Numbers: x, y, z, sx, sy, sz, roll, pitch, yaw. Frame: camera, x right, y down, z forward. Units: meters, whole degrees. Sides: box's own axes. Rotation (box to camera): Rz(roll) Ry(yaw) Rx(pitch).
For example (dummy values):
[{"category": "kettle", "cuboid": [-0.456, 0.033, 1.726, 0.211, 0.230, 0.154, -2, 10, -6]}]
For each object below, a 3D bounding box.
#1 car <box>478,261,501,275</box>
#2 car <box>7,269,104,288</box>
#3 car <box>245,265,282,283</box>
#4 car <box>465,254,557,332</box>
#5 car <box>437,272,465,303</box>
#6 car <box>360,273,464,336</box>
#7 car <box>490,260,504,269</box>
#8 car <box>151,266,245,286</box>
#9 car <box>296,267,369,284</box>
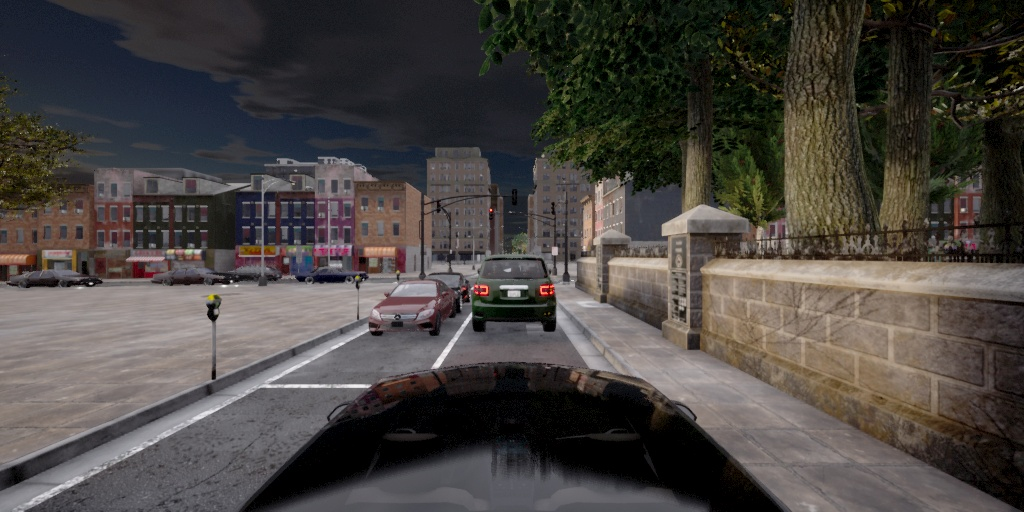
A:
[{"category": "car", "cuboid": [-2.402, 1.307, 39.220, 1.994, 1.385, 4.181, 0, 0, 4]}, {"category": "car", "cuboid": [-34.135, 1.720, 26.847, 5.357, 1.411, 2.033, -1, 0, 1]}, {"category": "car", "cuboid": [-21.712, 1.505, 29.786, 4.674, 1.442, 1.812, -1, 0, 0]}, {"category": "car", "cuboid": [0.076, 0.971, 11.015, 2.150, 2.045, 5.566, 0, 0, 1]}, {"category": "car", "cuboid": [-2.637, 1.316, 13.999, 1.948, 1.339, 4.313, 0, 0, 0]}, {"category": "car", "cuboid": [-2.637, 1.332, 10.336, 1.802, 1.307, 4.207, 0, 0, 0]}, {"category": "car", "cuboid": [-2.290, 1.342, 55.542, 1.895, 1.301, 4.718, 0, 0, 0]}, {"category": "car", "cuboid": [-23.690, 1.556, 26.867, 5.357, 1.411, 2.033, -1, 0, 0]}, {"category": "car", "cuboid": [-13.357, 1.480, 26.900, 4.718, 1.301, 1.895, -1, 0, 0]}]
